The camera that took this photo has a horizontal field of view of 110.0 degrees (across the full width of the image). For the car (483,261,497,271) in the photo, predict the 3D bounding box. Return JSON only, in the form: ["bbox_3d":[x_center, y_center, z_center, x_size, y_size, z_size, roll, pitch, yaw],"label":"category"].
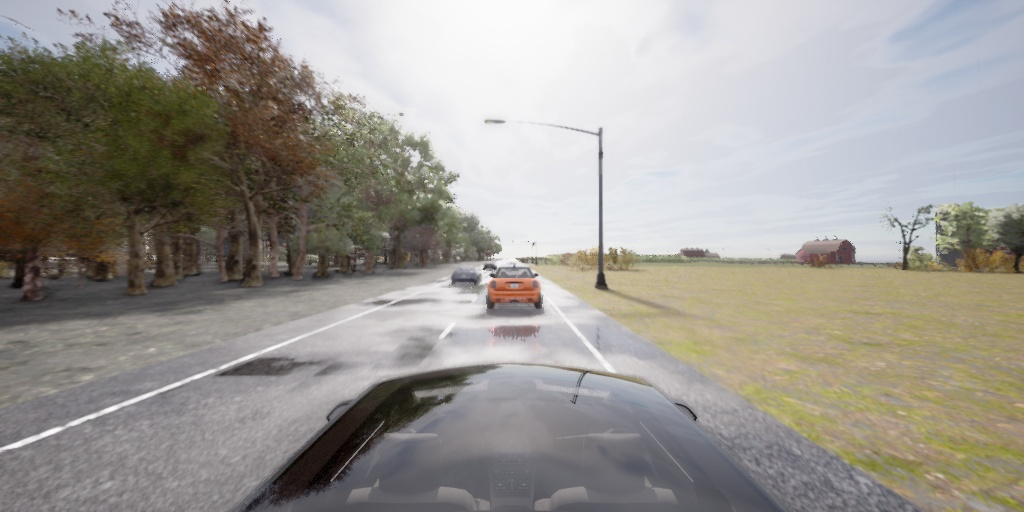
[{"bbox_3d":[-3.423,1.478,56.448,1.812,1.442,4.674,0,0,0],"label":"car"}]

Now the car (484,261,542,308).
[{"bbox_3d":[0.093,1.157,15.621,2.097,1.767,4.553,0,0,0],"label":"car"}]

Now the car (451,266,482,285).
[{"bbox_3d":[-3.410,1.413,27.469,1.994,1.385,4.181,0,0,0],"label":"car"}]
